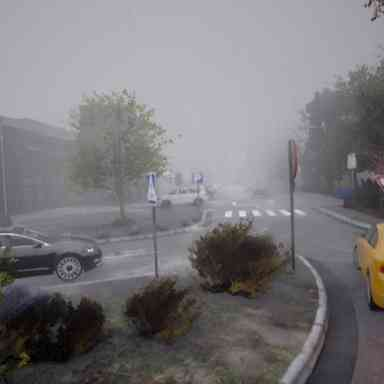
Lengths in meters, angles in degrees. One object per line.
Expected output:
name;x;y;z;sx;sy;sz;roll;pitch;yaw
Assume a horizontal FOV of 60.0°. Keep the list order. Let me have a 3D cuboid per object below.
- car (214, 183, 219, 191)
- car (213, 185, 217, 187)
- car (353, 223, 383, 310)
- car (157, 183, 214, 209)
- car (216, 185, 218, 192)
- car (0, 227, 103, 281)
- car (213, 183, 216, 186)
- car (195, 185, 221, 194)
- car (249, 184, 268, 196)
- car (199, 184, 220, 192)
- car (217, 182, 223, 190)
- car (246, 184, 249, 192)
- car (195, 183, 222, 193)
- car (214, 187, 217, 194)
car;1.632;-0.175;57.752;4.553;1.767;2.185;-3;2;-13
car;0.602;0.274;48.801;5.008;1.535;2.097;-3;2;-13
car;4.761;1.377;7.282;1.882;1.535;5.008;-2;1;23
car;-1.088;0.565;33.860;5.566;2.045;2.435;-3;2;-14
car;1.268;0.099;54.773;4.674;1.452;2.002;-3;2;-13
car;-5.093;1.762;9.415;4.902;1.511;2.128;-3;2;-21
car;0.891;0.043;51.784;4.553;1.767;2.185;-3;2;-14
car;3.484;-0.585;72.708;5.366;1.575;1.946;-3;1;-13
car;10.385;-0.311;50.907;2.097;1.767;4.553;-2;2;6
car;4.284;-0.998;81.597;4.553;1.767;2.185;-3;1;-13
car;2.638;-0.617;66.701;5.566;2.045;2.435;-3;1;-13
car;12.252;-0.926;68.373;2.097;1.767;4.553;-2;2;6
car;3.647;-0.926;75.656;5.566;2.045;2.435;-4;1;-14
car;-0.219;0.584;39.898;5.366;1.575;1.946;-3;2;-14
